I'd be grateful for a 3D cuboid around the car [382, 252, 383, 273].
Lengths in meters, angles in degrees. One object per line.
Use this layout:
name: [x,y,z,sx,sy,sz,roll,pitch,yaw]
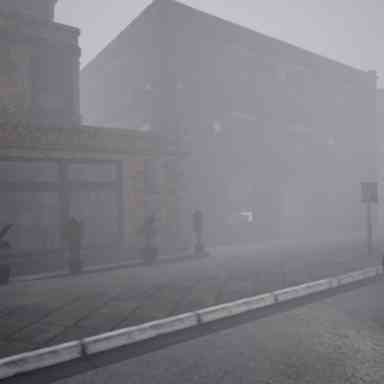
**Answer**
car: [7.095,1.313,8.440,5.566,2.045,2.150,1,0,-35]
